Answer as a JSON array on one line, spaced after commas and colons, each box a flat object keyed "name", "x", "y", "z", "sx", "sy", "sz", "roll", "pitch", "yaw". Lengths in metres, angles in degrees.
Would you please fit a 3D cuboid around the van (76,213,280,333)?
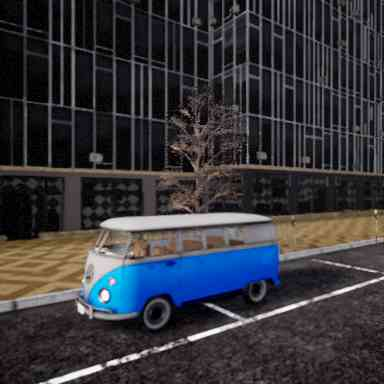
[{"name": "van", "x": -0.057, "y": 1.338, "z": 6.518, "sx": 3.998, "sy": 1.788, "sz": 1.690, "roll": 0, "pitch": 0, "yaw": -35}]
